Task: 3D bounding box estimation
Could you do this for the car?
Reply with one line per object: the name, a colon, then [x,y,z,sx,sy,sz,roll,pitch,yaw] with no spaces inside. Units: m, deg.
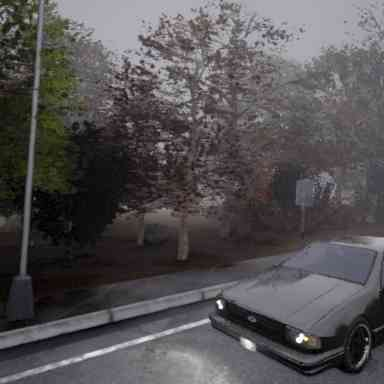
car: [2.868,1.514,5.732,5.357,1.411,2.033,0,0,-36]
